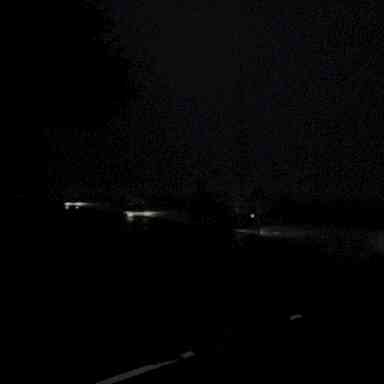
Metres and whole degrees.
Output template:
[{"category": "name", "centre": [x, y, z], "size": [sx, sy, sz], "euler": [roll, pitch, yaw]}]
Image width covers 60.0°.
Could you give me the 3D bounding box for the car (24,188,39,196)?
[{"category": "car", "centre": [-40.541, -0.023, 84.706], "size": [2.150, 2.045, 5.566], "euler": [-1, 1, -36]}]

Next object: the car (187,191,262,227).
[{"category": "car", "centre": [1.880, 0.968, 21.402], "size": [2.150, 2.045, 5.566], "euler": [-1, 2, -36]}]

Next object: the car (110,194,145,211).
[{"category": "car", "centre": [-6.388, 1.002, 32.799], "size": [1.882, 1.535, 5.008], "euler": [-1, 2, -36]}]

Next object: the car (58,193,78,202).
[{"category": "car", "centre": [-18.516, 0.841, 49.680], "size": [1.895, 1.301, 4.718], "euler": [-1, 1, -36]}]
